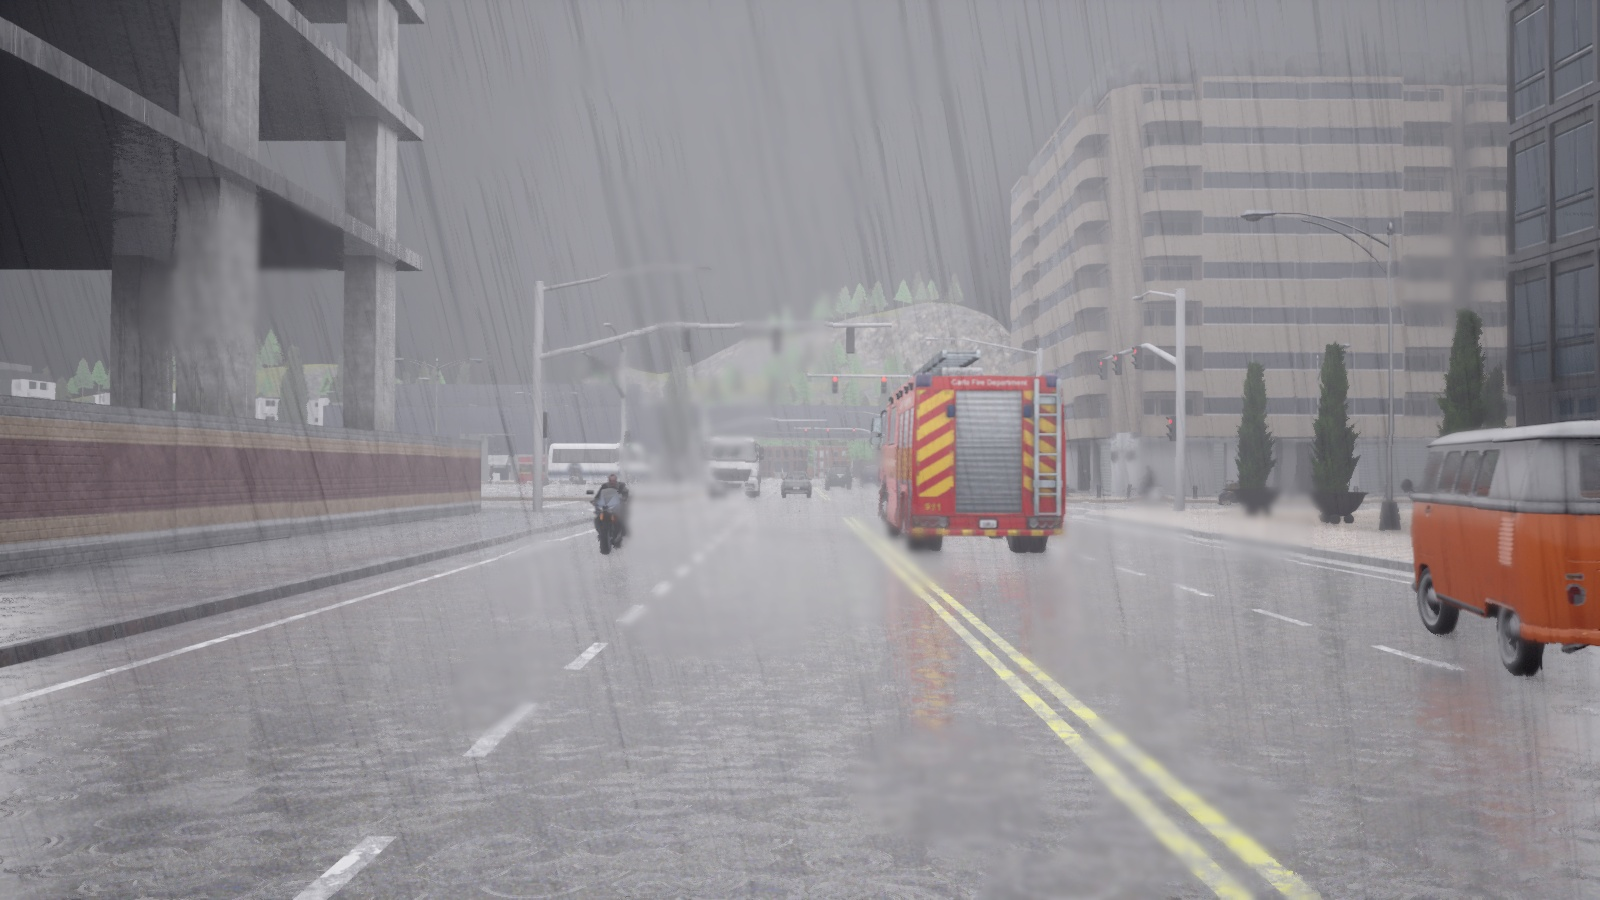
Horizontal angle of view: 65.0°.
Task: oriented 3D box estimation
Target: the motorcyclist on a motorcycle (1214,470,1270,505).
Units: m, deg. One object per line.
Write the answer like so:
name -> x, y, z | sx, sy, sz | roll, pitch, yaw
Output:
motorcyclist on a motorcycle -> 19.666, 1.651, 55.883 | 2.191, 1.530, 0.866 | 0, -1, 0

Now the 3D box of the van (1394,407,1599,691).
van -> 6.583, 0.722, 10.833 | 1.775, 1.987, 4.442 | 0, -1, 14

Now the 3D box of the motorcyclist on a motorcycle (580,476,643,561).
motorcyclist on a motorcycle -> -3.562, 1.265, 23.935 | 0.866, 1.530, 2.191 | 0, -1, 0

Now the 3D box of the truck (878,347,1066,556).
truck -> 3.425, 0.094, 27.331 | 2.891, 3.827, 8.468 | 0, -1, 0

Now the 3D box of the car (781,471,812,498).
car -> -0.190, 2.029, 73.717 | 1.789, 1.549, 3.705 | 0, -1, 0

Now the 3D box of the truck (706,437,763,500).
truck -> -3.691, 1.064, 72.659 | 2.891, 3.462, 7.936 | 0, -1, 0

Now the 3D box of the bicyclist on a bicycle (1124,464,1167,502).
bicyclist on a bicycle -> 16.324, 1.558, 59.339 | 1.843, 1.776, 0.659 | 0, -1, -1
